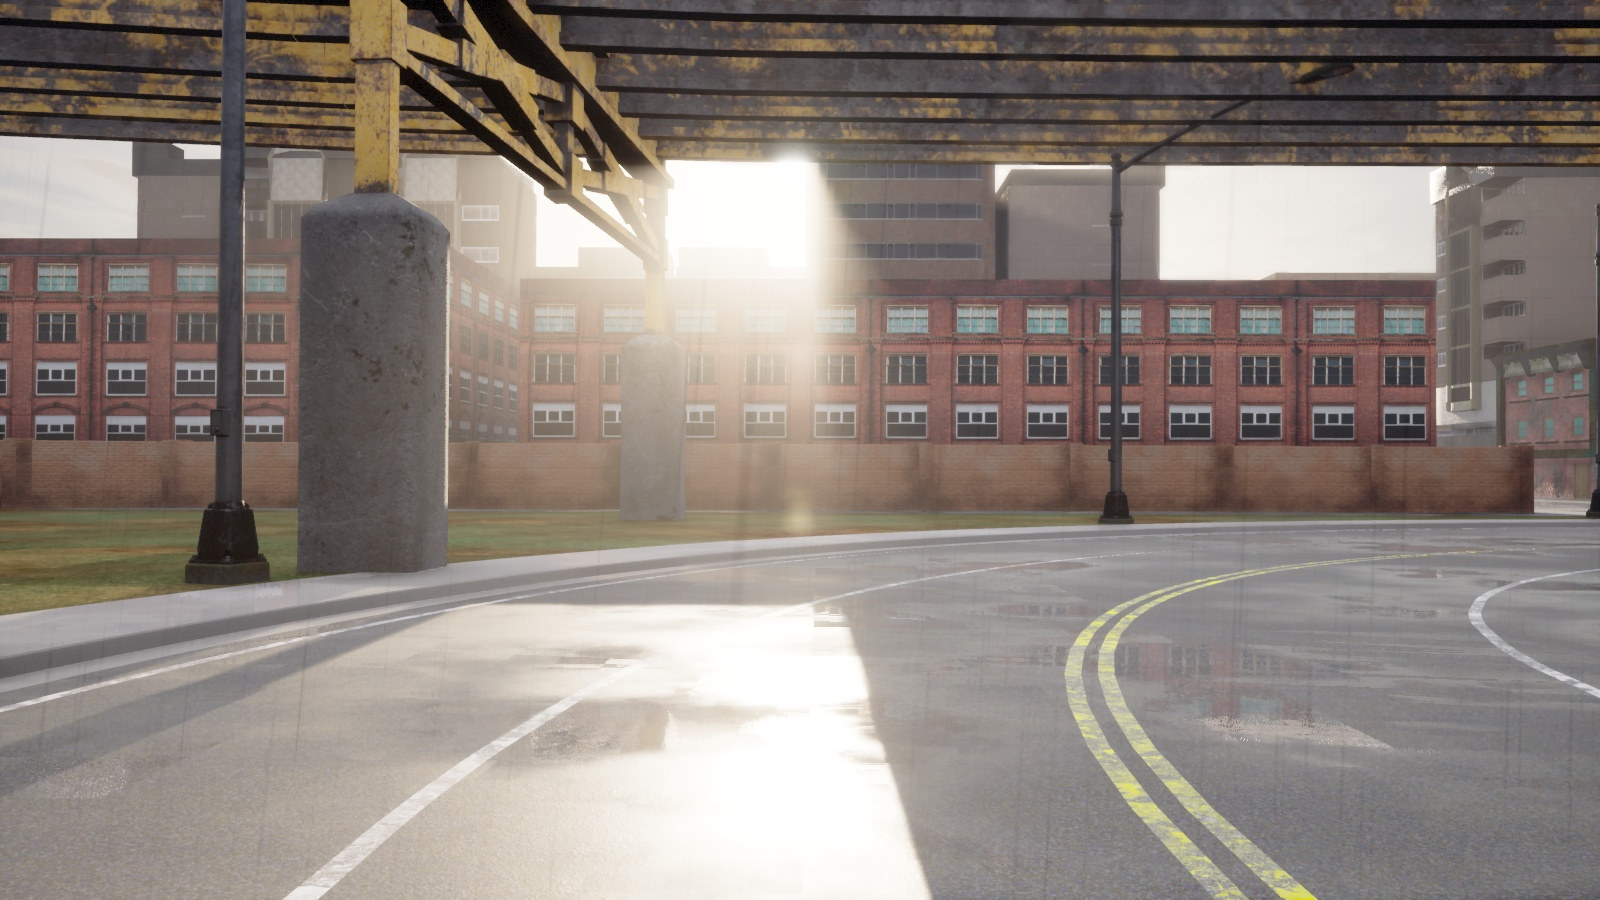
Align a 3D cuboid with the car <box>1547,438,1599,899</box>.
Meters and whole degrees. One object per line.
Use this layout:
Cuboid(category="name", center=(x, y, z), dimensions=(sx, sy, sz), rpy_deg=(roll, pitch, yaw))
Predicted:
Cuboid(category="car", center=(3.478, 0.737, 2.269), dimensions=(1.851, 1.617, 3.988), rpy_deg=(0, -1, 0))
